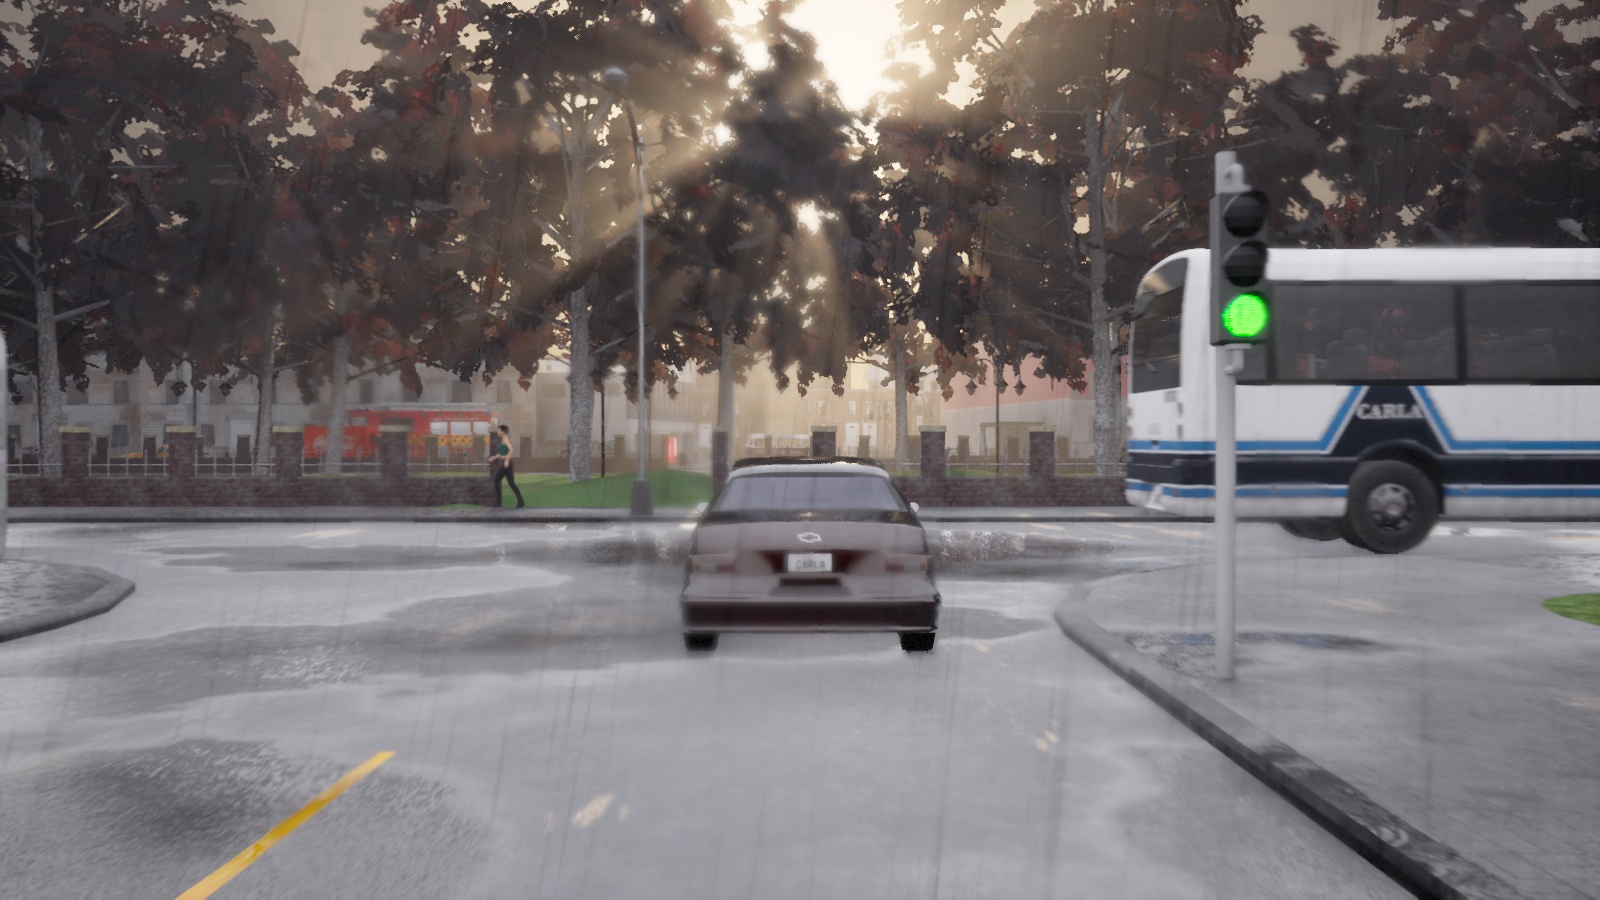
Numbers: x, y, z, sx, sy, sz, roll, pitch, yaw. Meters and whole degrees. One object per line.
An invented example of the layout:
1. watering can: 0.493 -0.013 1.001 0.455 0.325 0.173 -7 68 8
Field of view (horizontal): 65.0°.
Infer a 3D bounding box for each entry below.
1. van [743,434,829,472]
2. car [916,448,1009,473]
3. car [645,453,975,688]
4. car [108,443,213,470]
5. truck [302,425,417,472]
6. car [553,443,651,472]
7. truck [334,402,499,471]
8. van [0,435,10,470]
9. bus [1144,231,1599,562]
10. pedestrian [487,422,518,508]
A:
1. van: -0.734 0.156 67.119 4.480 2.038 2.069 0 0 0
2. car: 8.661 0.541 67.077 4.718 1.301 1.895 0 0 0
3. car: 0.066 0.746 10.414 2.033 1.411 5.357 0 0 0
4. car: -36.262 0.362 71.258 5.008 1.535 1.882 0 0 0
5. truck: -23.515 -0.073 67.213 5.204 2.467 2.627 0 0 0
6. car: -10.539 0.381 67.167 4.902 1.511 2.128 0 0 0
7. truck: -21.649 -0.768 71.203 8.468 3.827 2.891 0 0 0
8. van: -47.617 0.128 71.295 4.442 1.987 1.775 0 0 0
9. bus: 10.646 -0.706 18.119 10.273 4.253 3.944 0 1 1
10. pedestrian: -6.440 0.324 27.185 0.594 1.836 0.345 0 0 0
